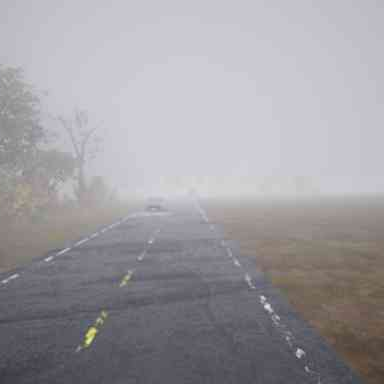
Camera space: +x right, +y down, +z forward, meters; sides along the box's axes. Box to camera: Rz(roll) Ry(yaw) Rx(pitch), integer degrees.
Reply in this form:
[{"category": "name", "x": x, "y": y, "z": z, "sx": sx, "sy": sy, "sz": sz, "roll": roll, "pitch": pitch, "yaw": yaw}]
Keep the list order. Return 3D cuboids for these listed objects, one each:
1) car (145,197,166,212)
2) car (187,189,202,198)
[{"category": "car", "x": -3.692, "y": 1.187, "z": 34.353, "sx": 2.033, "sy": 1.411, "sz": 5.357, "roll": -1, "pitch": 1, "yaw": -1}, {"category": "car", "x": 0.259, "y": 0.294, "z": 74.654, "sx": 2.150, "sy": 2.045, "sz": 5.566, "roll": -1, "pitch": 1, "yaw": 6}]
